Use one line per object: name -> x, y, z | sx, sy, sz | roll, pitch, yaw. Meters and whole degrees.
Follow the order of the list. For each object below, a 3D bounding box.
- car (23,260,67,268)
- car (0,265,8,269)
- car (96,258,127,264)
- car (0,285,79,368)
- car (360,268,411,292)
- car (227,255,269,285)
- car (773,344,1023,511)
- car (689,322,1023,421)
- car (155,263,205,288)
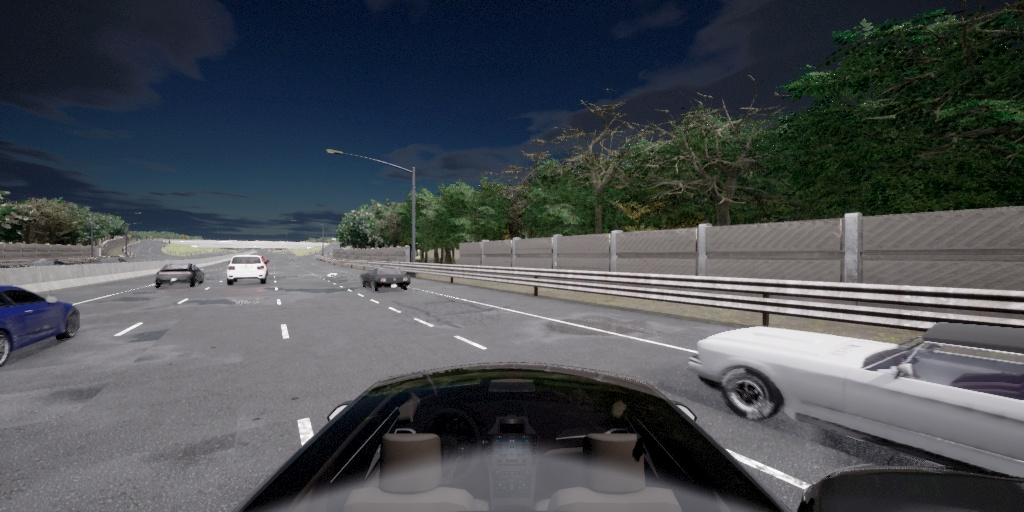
car -> -47.389, 1.212, 36.483 | 1.837, 1.490, 4.892 | 0, 0, -33
car -> -49.455, 1.256, 33.257 | 2.033, 1.411, 5.357 | 0, 0, -33
car -> -46.638, 1.058, 41.707 | 2.097, 1.767, 4.553 | 0, 0, -33
car -> -10.440, 1.273, 6.845 | 1.812, 1.442, 4.674 | 0, 0, -34
car -> -7.757, 1.345, 21.625 | 1.895, 1.301, 4.718 | 0, 0, -34
car -> -19.275, 0.957, 26.216 | 2.150, 2.045, 5.566 | 0, 0, -34
car -> 2.985, 1.315, 0.468 | 4.181, 1.385, 1.994 | 0, 0, 34
car -> 4.452, 1.351, 3.591 | 1.895, 1.301, 4.718 | 0, 0, -34
car -> -21.720, 1.226, 23.578 | 2.128, 1.511, 4.902 | 0, 0, -34
